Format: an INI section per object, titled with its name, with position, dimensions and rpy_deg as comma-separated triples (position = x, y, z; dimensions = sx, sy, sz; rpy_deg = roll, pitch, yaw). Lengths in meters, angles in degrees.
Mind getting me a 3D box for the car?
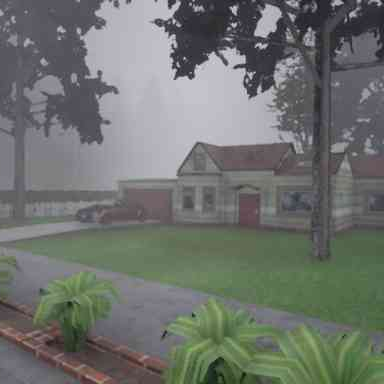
[car]
position = -4.449, 1.074, 18.832
dimensions = 1.994, 1.381, 4.181
rpy_deg = 1, 1, 36
